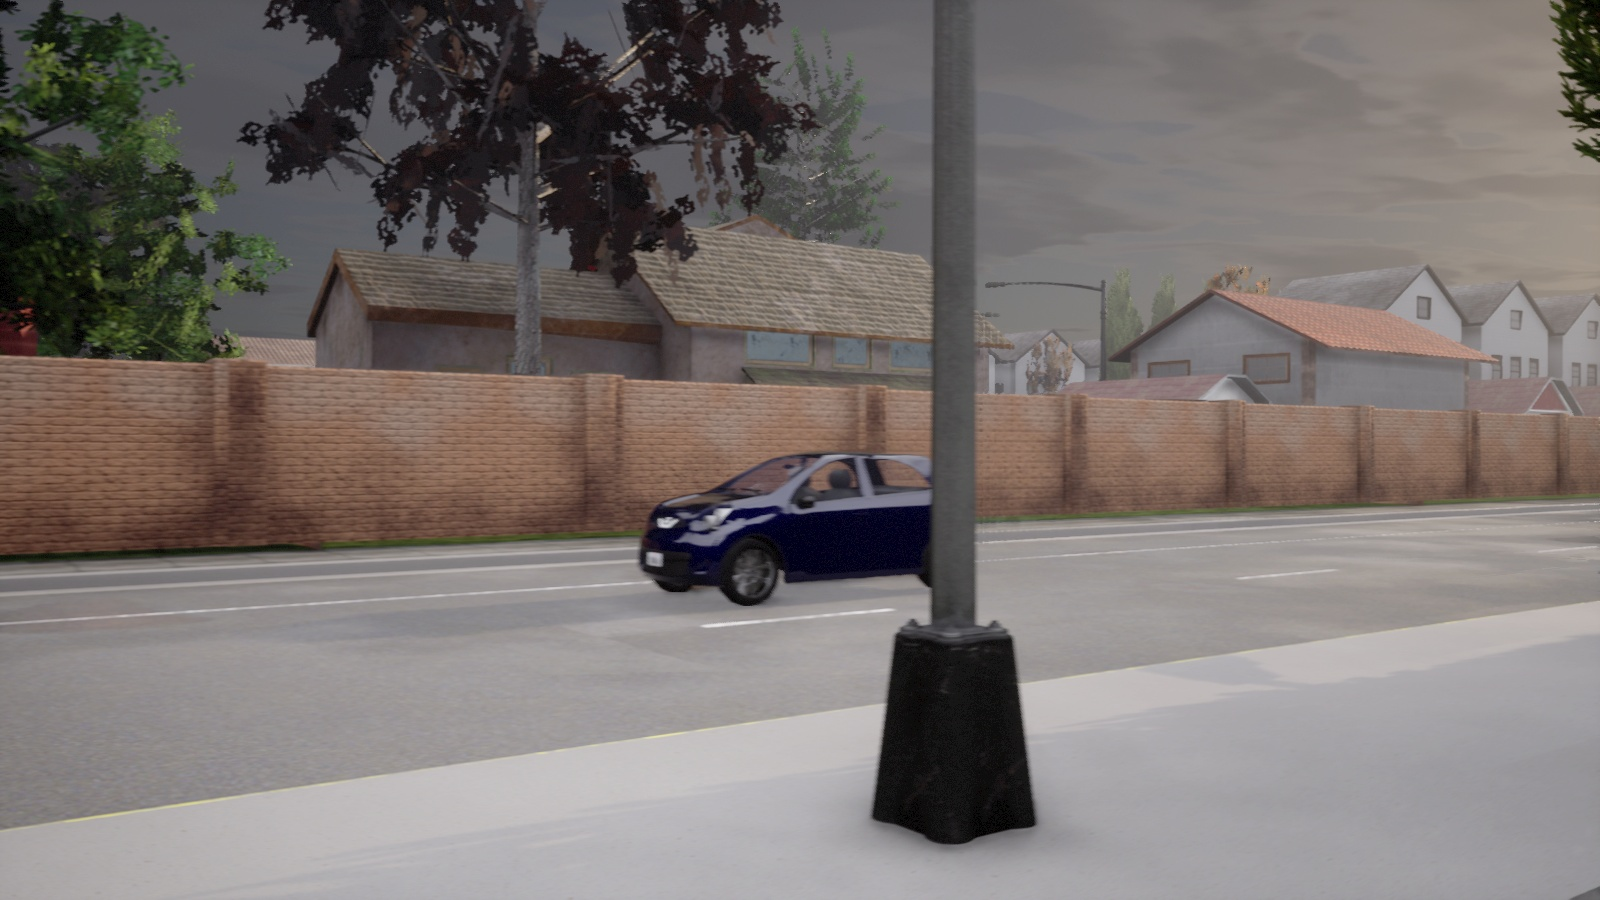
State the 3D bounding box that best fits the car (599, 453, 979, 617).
[{"bbox_3d":[-0.072,0.792,13.356,3.633,1.501,1.845,0,0,-35],"label":"car"}]
